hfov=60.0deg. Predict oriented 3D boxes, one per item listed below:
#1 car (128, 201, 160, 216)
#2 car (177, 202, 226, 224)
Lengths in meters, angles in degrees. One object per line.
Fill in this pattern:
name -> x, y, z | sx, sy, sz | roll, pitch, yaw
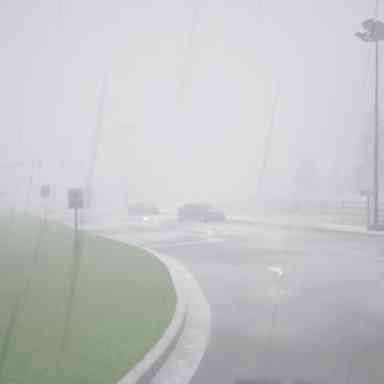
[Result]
car -> -5.036, 1.665, 34.404 | 1.994, 1.385, 4.181 | 0, 0, -34
car -> 0.683, 1.605, 26.150 | 1.837, 1.490, 4.892 | 0, 0, -35
